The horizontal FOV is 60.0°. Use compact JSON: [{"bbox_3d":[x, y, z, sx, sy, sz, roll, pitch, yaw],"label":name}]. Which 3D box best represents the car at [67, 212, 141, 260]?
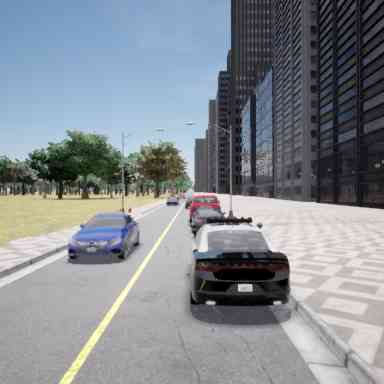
[{"bbox_3d":[-3.090,1.524,12.557,1.812,1.442,4.674,0,0,0],"label":"car"}]

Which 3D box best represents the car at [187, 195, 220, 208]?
[{"bbox_3d":[0.913,1.213,24.157,2.150,2.045,5.566,0,0,0],"label":"car"}]

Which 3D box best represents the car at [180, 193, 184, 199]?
[{"bbox_3d":[-2.946,1.162,95.591,2.097,1.767,4.553,0,0,0],"label":"car"}]

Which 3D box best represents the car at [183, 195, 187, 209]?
[{"bbox_3d":[0.051,1.461,44.995,1.837,1.490,4.892,0,0,1],"label":"car"}]

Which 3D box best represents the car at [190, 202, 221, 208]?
[{"bbox_3d":[0.912,1.521,18.127,1.812,1.442,4.674,0,0,0],"label":"car"}]

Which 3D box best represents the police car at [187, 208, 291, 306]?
[{"bbox_3d":[0.906,1.425,8.236,1.930,1.638,5.238,0,0,0],"label":"police car"}]

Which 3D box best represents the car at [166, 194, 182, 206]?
[{"bbox_3d":[-3.067,1.489,52.893,2.033,1.411,5.357,0,0,0],"label":"car"}]
